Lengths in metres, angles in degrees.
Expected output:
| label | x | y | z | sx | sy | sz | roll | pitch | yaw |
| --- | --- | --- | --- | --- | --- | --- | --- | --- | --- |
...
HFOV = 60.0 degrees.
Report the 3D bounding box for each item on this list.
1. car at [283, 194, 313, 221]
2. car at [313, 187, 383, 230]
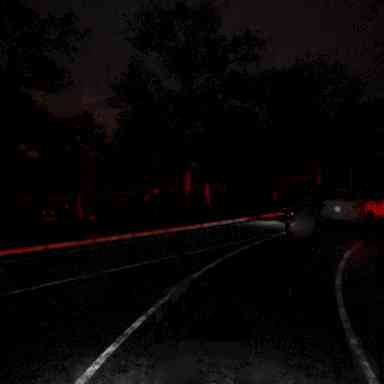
| label | x | y | z | sx | sy | sz | roll | pitch | yaw |
| --- | --- | --- | --- | --- | --- | --- | --- | --- | --- |
| car | 7.861 | 0.943 | 21.696 | 4.892 | 1.490 | 1.837 | -4 | 3 | -41 |
| car | 9.145 | 0.758 | 18.102 | 5.566 | 2.045 | 2.150 | -4 | 3 | -42 |
